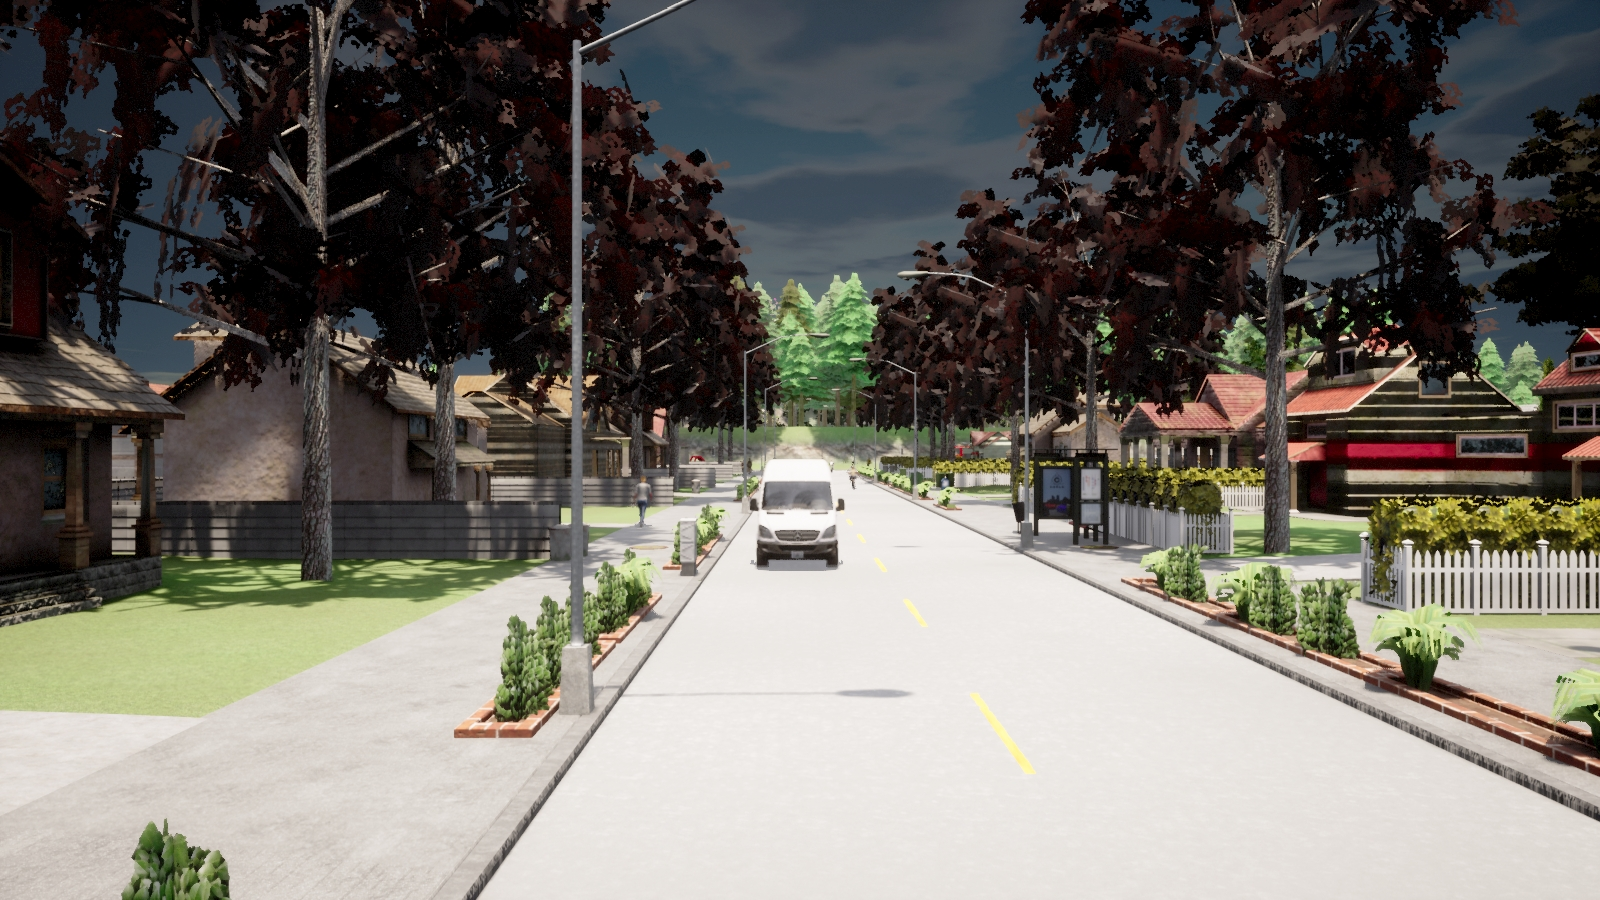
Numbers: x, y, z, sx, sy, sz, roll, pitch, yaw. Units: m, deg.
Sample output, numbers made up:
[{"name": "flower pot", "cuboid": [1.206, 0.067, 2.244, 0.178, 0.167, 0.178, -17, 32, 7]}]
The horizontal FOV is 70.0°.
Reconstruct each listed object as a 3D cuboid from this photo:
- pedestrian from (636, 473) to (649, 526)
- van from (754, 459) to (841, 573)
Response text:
[{"name": "pedestrian", "cuboid": [-5.542, 1.743, 40.206, 0.375, 1.860, 0.375, 0, 0, 1]}, {"name": "van", "cuboid": [-0.061, 1.534, 29.147, 1.988, 2.561, 5.915, 0, 0, 0]}]
